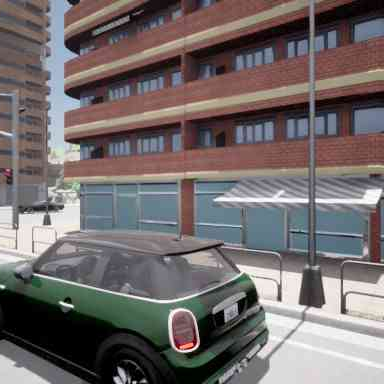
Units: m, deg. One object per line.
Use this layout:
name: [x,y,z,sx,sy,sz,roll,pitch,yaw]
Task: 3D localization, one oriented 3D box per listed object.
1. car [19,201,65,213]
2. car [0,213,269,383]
car: [-16.291,1.601,35.728,1.895,1.301,4.718,0,0,36]
car: [-1.295,1.352,4.918,4.553,1.767,2.097,0,0,36]
